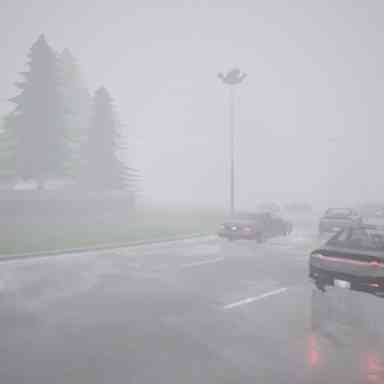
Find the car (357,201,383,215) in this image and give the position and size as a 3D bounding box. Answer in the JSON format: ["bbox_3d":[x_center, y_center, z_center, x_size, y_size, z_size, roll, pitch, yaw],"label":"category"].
[{"bbox_3d":[16.039,1.758,29.920,1.994,1.385,4.181,0,0,10],"label":"car"}]

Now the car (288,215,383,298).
[{"bbox_3d":[4.612,1.546,8.023,4.902,1.511,2.128,0,0,-44],"label":"car"}]

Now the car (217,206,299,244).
[{"bbox_3d":[3.307,1.662,16.616,2.033,1.411,5.357,0,0,36],"label":"car"}]

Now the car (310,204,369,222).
[{"bbox_3d":[8.258,1.613,18.334,2.128,1.511,4.902,0,0,31],"label":"car"}]

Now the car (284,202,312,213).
[{"bbox_3d":[13.044,1.876,41.034,1.895,1.301,4.718,0,0,-7],"label":"car"}]

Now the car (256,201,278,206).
[{"bbox_3d":[9.347,1.845,41.464,1.994,1.385,4.181,0,0,-8],"label":"car"}]
